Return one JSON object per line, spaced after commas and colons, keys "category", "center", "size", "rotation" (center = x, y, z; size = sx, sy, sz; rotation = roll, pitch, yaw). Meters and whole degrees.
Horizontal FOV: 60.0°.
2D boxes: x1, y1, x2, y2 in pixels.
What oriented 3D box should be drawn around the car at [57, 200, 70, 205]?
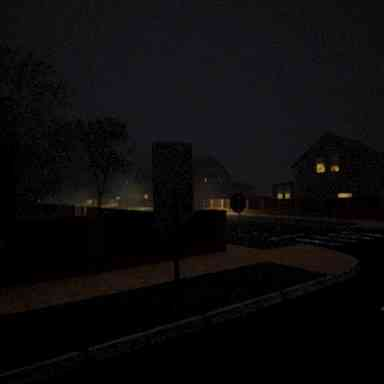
{"category": "car", "center": [-33.404, 2.867, 87.368], "size": [1.895, 1.301, 4.718], "rotation": [-2, 0, -31]}
